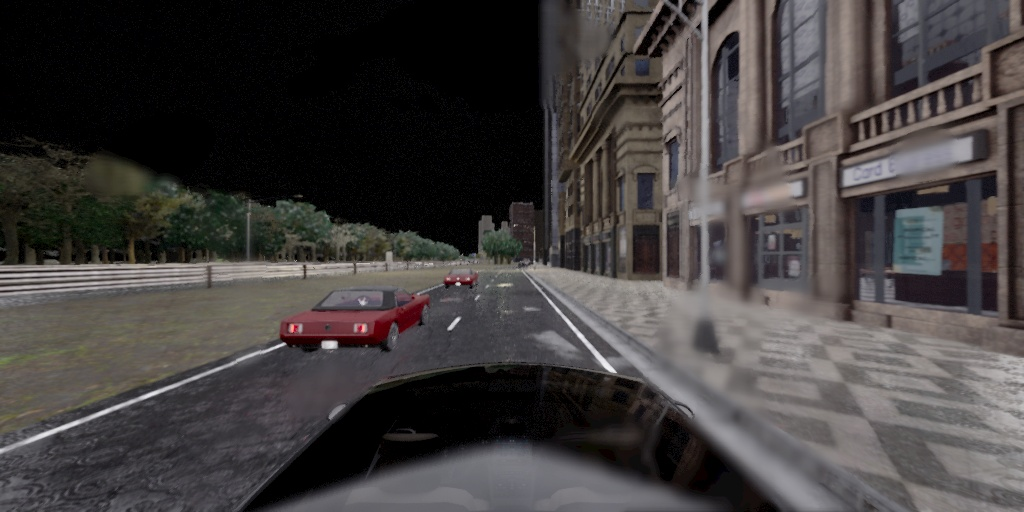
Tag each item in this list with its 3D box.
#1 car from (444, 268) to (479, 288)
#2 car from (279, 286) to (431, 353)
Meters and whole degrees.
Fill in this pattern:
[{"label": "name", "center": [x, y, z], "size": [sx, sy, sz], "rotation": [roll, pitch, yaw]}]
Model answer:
[{"label": "car", "center": [-3.401, 1.503, 24.887], "size": [1.895, 1.301, 4.718], "rotation": [0, 0, 0]}, {"label": "car", "center": [-3.401, 1.390, 8.926], "size": [1.895, 1.301, 4.718], "rotation": [0, 0, 0]}]
